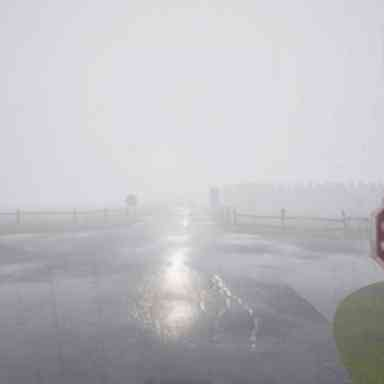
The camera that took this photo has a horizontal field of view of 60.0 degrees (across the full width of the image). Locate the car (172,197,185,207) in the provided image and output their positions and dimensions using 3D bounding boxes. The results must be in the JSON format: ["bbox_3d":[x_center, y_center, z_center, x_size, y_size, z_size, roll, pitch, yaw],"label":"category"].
[{"bbox_3d":[-2.673,1.959,66.084,2.150,2.045,5.566,0,-1,0],"label":"car"}]

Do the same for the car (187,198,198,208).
[{"bbox_3d":[0.073,2.296,61.966,1.895,1.301,4.718,0,-1,0],"label":"car"}]

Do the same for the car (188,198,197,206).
[{"bbox_3d":[0.084,2.131,71.943,1.837,1.490,4.892,0,-1,0],"label":"car"}]
